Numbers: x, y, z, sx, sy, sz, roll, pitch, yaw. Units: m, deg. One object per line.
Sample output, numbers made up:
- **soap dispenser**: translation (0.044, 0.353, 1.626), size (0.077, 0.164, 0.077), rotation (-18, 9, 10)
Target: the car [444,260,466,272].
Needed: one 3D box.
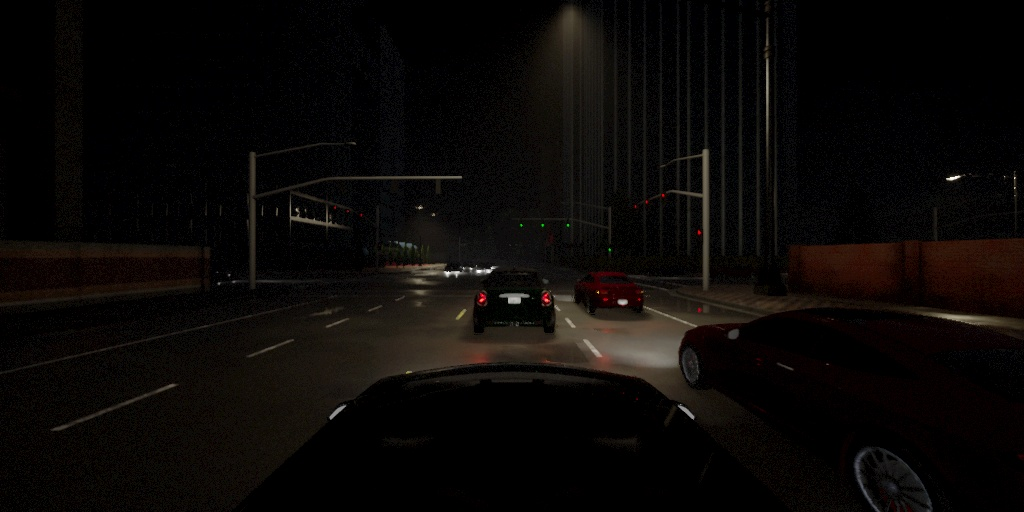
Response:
- **car**: translation (-7.854, 1.400, 48.664), size (1.994, 1.385, 4.181), rotation (0, 0, -1)

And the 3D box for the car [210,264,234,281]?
- **car**: translation (-25.414, 1.292, 29.072), size (4.902, 1.511, 2.128), rotation (0, 0, -1)

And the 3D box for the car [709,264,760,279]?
- **car**: translation (20.428, 1.409, 33.201), size (4.718, 1.301, 1.895), rotation (0, 0, -1)

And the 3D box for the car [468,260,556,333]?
- **car**: translation (0.062, 1.118, 10.898), size (2.097, 1.767, 4.553), rotation (0, 0, 0)

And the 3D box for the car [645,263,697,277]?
- **car**: translation (16.107, 1.415, 36.662), size (4.718, 1.301, 1.895), rotation (0, 0, -1)

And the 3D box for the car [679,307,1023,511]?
- **car**: translation (3.587, 1.279, 3.842), size (1.812, 1.442, 4.674), rotation (0, 0, 0)

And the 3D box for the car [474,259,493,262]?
- **car**: translation (-4.381, 1.452, 56.567), size (1.895, 1.301, 4.718), rotation (0, 0, -1)

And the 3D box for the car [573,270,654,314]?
- **car**: translation (3.563, 1.298, 13.742), size (1.812, 1.442, 4.674), rotation (0, 0, 1)
